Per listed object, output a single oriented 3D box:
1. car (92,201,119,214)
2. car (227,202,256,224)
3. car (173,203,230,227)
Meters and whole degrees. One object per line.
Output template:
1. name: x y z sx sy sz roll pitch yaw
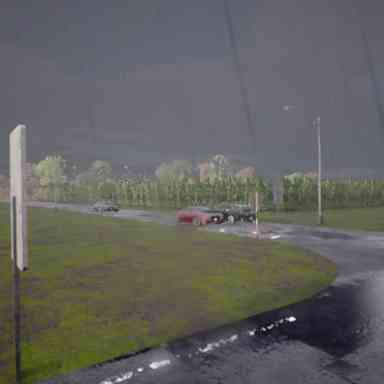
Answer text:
1. car: -10.002 1.700 38.254 1.994 1.385 4.181 -1 0 -36
2. car: 2.749 1.545 25.037 1.837 1.490 4.892 -1 0 -33
3. car: 0.411 1.633 23.636 1.994 1.385 4.181 -1 0 -35
